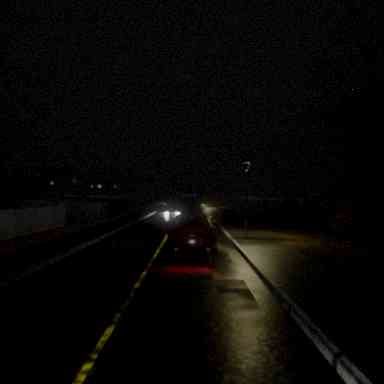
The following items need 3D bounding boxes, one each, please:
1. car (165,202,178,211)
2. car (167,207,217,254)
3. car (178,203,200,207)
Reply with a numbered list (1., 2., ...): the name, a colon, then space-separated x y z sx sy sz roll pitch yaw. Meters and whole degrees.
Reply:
1. car: -2.762 2.080 47.796 1.895 1.301 4.718 0 -1 0
2. car: 0.025 1.621 14.238 1.882 1.535 5.008 0 0 0
3. car: 0.020 1.793 28.489 1.837 1.490 4.892 0 0 0
